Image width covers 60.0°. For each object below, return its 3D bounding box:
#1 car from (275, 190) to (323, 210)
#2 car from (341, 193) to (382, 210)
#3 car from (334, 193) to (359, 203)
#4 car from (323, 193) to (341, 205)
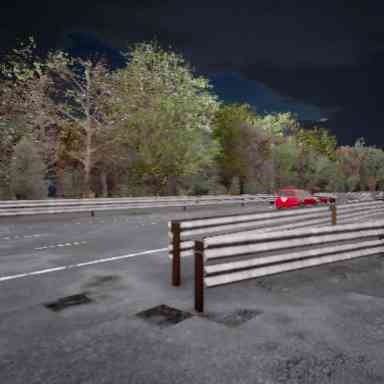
[{"bbox_3d":[9.941,0.810,31.358,2.150,2.045,5.566,0,1,42],"label":"car"},{"bbox_3d":[17.735,1.039,34.729,2.128,1.511,4.902,0,1,42],"label":"car"},{"bbox_3d":[24.509,0.873,52.718,2.128,1.511,4.902,0,1,42],"label":"car"},{"bbox_3d":[18.339,0.929,45.790,1.882,1.535,5.008,0,0,42],"label":"car"}]
